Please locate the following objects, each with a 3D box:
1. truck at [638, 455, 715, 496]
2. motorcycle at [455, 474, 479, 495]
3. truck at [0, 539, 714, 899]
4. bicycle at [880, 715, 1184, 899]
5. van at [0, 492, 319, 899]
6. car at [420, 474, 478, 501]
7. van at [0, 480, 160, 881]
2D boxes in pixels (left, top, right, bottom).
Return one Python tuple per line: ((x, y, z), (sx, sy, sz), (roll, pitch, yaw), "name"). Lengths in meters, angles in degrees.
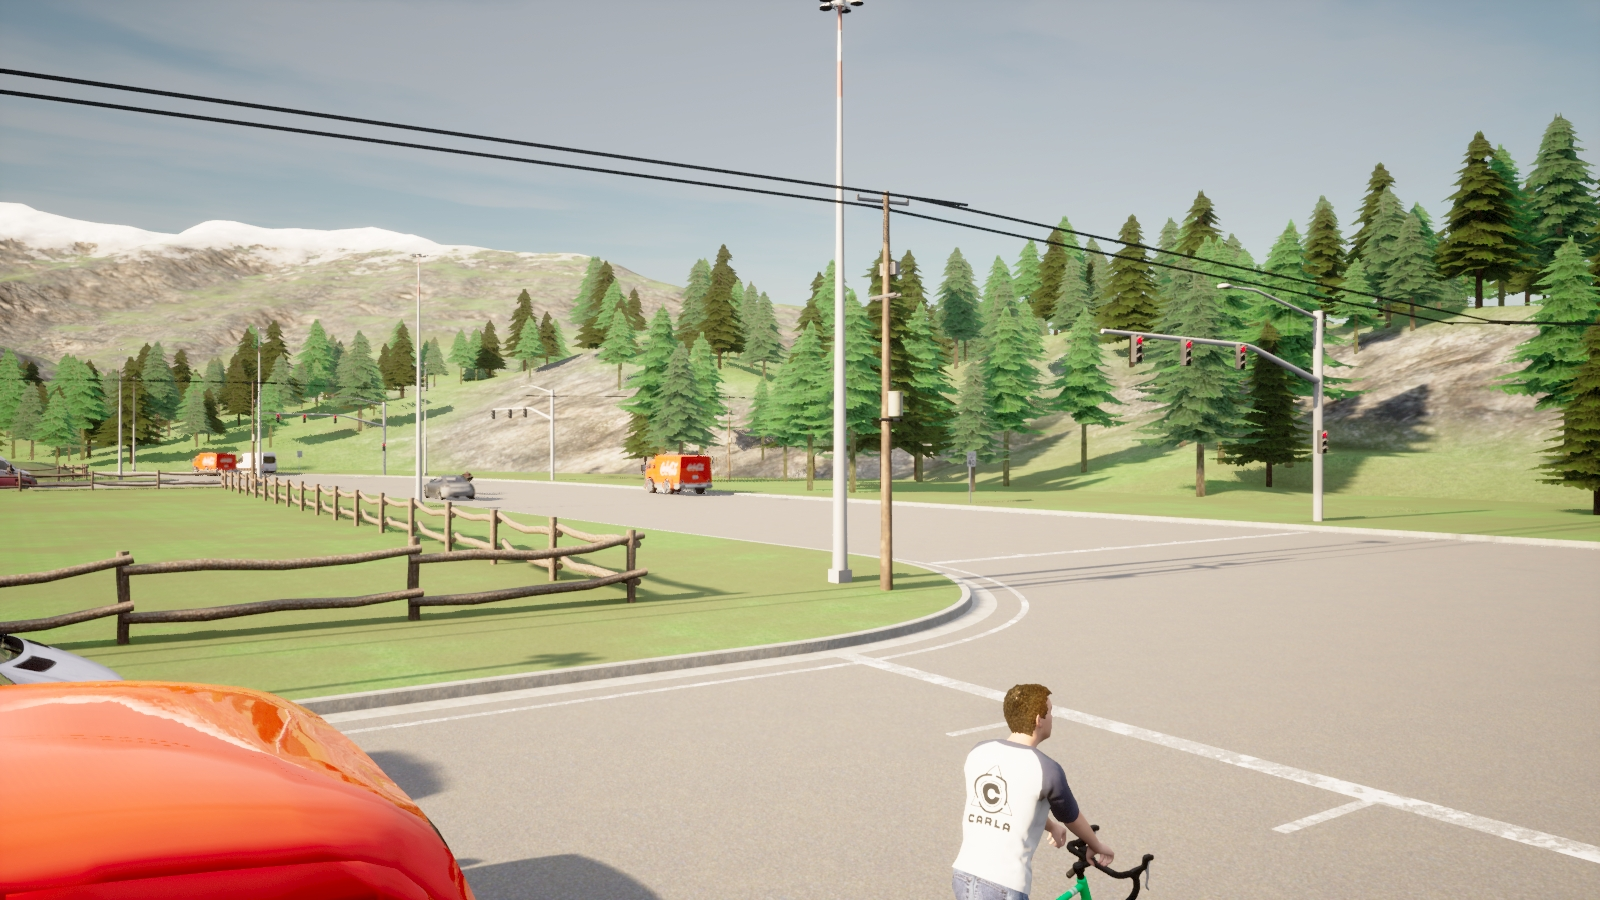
((-7.827, 1.545, 71.949), (2.627, 2.467, 5.204), (0, 0, -35), "truck")
((-21.250, 2.189, 72.898), (0.867, 1.251, 2.209), (0, 0, -35), "motorcycle")
((-3.049, 1.568, 1.730), (5.204, 2.467, 2.627), (0, 0, -34), "truck")
((1.060, 2.053, 4.957), (1.643, 1.496, 0.373), (0, 0, -41), "bicycle")
((-5.215, 1.535, 4.399), (5.915, 2.561, 1.988), (0, 0, -35), "van")
((-19.966, 2.105, 64.886), (1.994, 1.385, 4.181), (0, 0, -35), "car")
((-7.465, 1.535, 7.097), (5.915, 2.561, 1.988), (0, 0, -35), "van")
